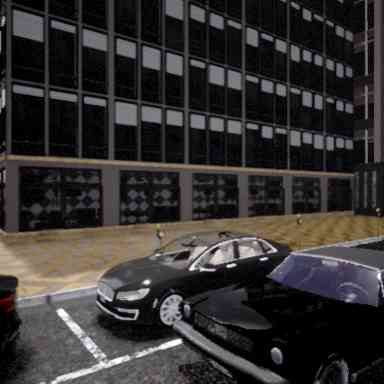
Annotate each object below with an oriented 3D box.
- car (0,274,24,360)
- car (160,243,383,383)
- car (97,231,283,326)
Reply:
[{"bbox_3d":[-4.199,1.575,3.560,4.313,1.339,1.947,0,1,-35],"label":"car"},{"bbox_3d":[2.100,1.573,4.874,4.718,1.301,1.895,0,0,-35],"label":"car"},{"bbox_3d":[0.310,1.526,6.776,4.403,1.369,2.008,0,1,-35],"label":"car"}]
